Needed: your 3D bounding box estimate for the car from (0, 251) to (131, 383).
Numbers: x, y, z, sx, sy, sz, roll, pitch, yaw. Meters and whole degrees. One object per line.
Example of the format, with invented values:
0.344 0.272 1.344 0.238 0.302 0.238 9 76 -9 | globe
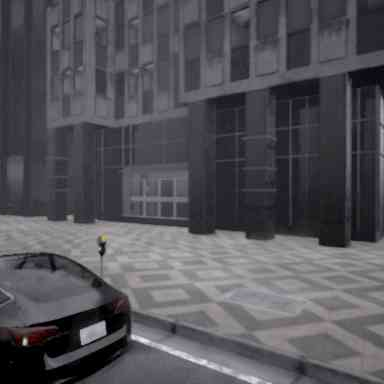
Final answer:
-2.761 1.556 4.817 4.313 1.339 1.947 0 0 36 | car
